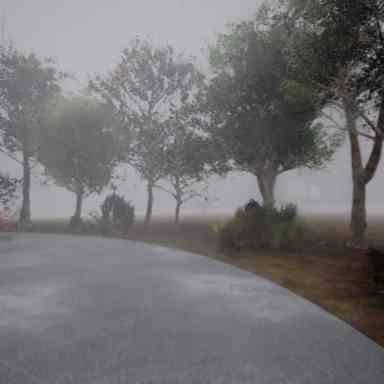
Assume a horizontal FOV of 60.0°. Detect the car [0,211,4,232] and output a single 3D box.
[{"bbox_3d":[-12.561,1.436,17.098,5.566,2.045,2.150,-1,-1,12],"label":"car"}]
